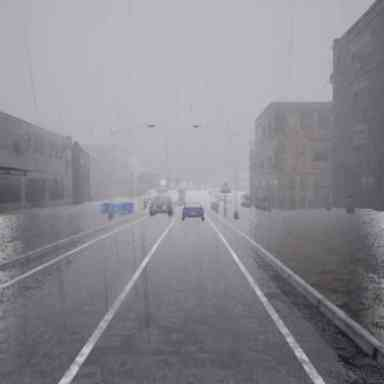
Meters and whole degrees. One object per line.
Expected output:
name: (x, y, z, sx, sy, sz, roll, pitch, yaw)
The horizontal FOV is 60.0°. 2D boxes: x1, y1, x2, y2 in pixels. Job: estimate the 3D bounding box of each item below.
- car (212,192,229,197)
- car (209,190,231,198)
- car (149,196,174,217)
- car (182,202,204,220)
car: (8.162, 0.771, 94.688, 4.674, 1.452, 2.002, 0, 2, -1)
car: (8.006, 0.827, 91.929, 5.366, 1.575, 1.946, 0, 2, -1)
car: (-3.038, 1.459, 34.263, 2.150, 2.045, 5.566, 0, -1, 1)
car: (0.093, 1.671, 30.112, 1.882, 1.535, 5.008, 0, -1, 0)
